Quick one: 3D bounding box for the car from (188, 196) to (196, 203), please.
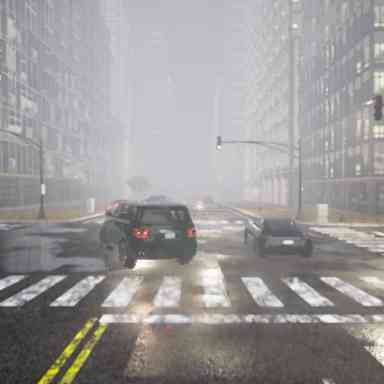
[{"bbox_3d":[0.014,1.644,74.578,1.812,1.442,4.674,0,0,0],"label":"car"}]

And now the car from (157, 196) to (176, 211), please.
[{"bbox_3d":[-3.305,1.432,43.232,2.097,1.767,4.553,0,0,0],"label":"car"}]

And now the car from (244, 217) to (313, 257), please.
[{"bbox_3d":[3.357,1.688,13.584,1.994,1.385,4.181,0,1,0],"label":"car"}]

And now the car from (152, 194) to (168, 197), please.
[{"bbox_3d":[-3.356,1.286,33.421,2.150,2.045,5.566,0,0,-1],"label":"car"}]

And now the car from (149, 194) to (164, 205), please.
[{"bbox_3d":[-6.489,1.327,61.446,2.150,2.045,5.566,0,0,0],"label":"car"}]

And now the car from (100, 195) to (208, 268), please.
[{"bbox_3d":[-1.758,1.316,12.005,2.150,2.045,5.566,2,0,-25],"label":"car"}]

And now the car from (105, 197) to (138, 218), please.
[{"bbox_3d":[-6.616,1.414,31.632,2.097,1.767,4.553,0,0,1],"label":"car"}]

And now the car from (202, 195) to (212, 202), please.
[{"bbox_3d":[3.264,1.429,73.326,1.882,1.535,5.008,0,0,0],"label":"car"}]

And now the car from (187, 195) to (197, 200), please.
[{"bbox_3d":[0.012,1.462,64.899,2.097,1.767,4.553,0,0,0],"label":"car"}]

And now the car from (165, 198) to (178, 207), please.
[{"bbox_3d":[-3.241,1.695,53.284,1.895,1.301,4.718,0,0,0],"label":"car"}]

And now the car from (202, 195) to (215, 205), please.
[{"bbox_3d":[3.262,1.633,63.326,1.812,1.442,4.674,0,0,0],"label":"car"}]

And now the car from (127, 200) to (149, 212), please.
[{"bbox_3d":[-6.564,1.677,40.621,1.895,1.301,4.718,0,0,0],"label":"car"}]

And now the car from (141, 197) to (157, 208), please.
[{"bbox_3d":[-6.491,1.569,50.875,1.882,1.535,5.008,0,0,0],"label":"car"}]
